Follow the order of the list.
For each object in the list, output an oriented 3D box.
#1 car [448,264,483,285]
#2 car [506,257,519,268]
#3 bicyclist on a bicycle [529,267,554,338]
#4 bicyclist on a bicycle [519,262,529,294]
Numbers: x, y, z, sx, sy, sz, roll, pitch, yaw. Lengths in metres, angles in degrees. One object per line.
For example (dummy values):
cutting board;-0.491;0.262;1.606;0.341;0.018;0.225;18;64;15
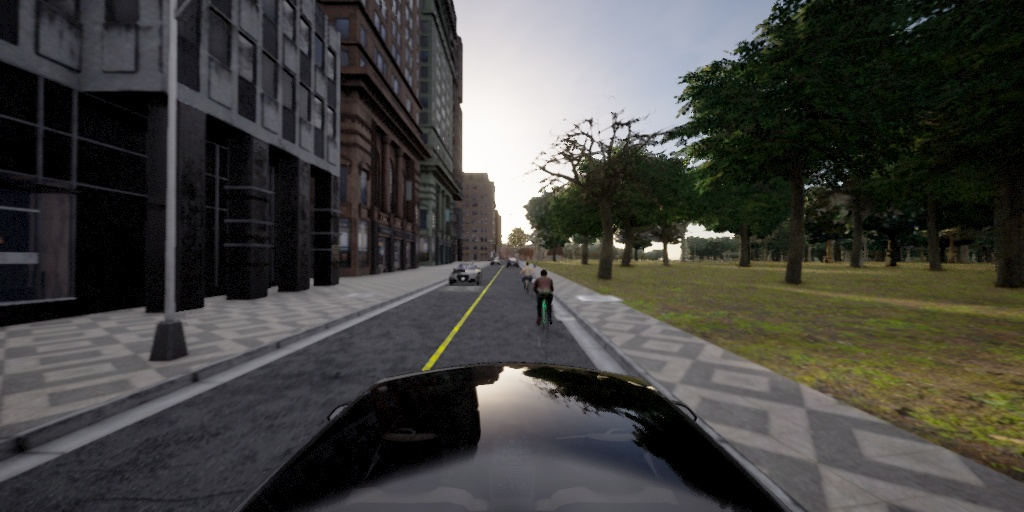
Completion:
car;-3.100;1.228;24.674;1.994;1.385;4.181;0;0;0
car;0.087;1.105;58.185;1.812;1.442;4.674;0;0;0
bicyclist on a bicycle;0.823;1.174;9.164;0.582;1.620;1.656;0;0;0
bicyclist on a bicycle;0.794;1.122;18.547;0.866;1.612;1.509;0;0;0
